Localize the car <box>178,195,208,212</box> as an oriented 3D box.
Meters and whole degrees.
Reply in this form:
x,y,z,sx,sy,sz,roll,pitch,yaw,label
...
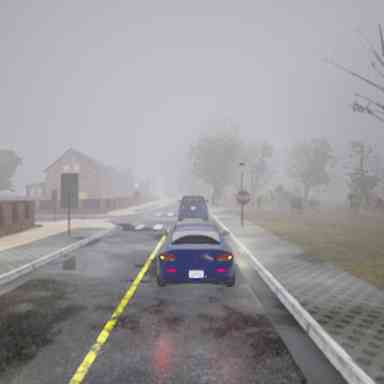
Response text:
x,y,z,sx,sy,sz,roll,pitch,yaw,label
0.092,1.215,25.857,2.150,2.045,5.566,0,0,0,car

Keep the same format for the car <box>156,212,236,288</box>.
x,y,z,sx,sy,sz,roll,pitch,yaw,label
0.092,1.517,9.132,1.812,1.442,4.674,0,0,0,car
